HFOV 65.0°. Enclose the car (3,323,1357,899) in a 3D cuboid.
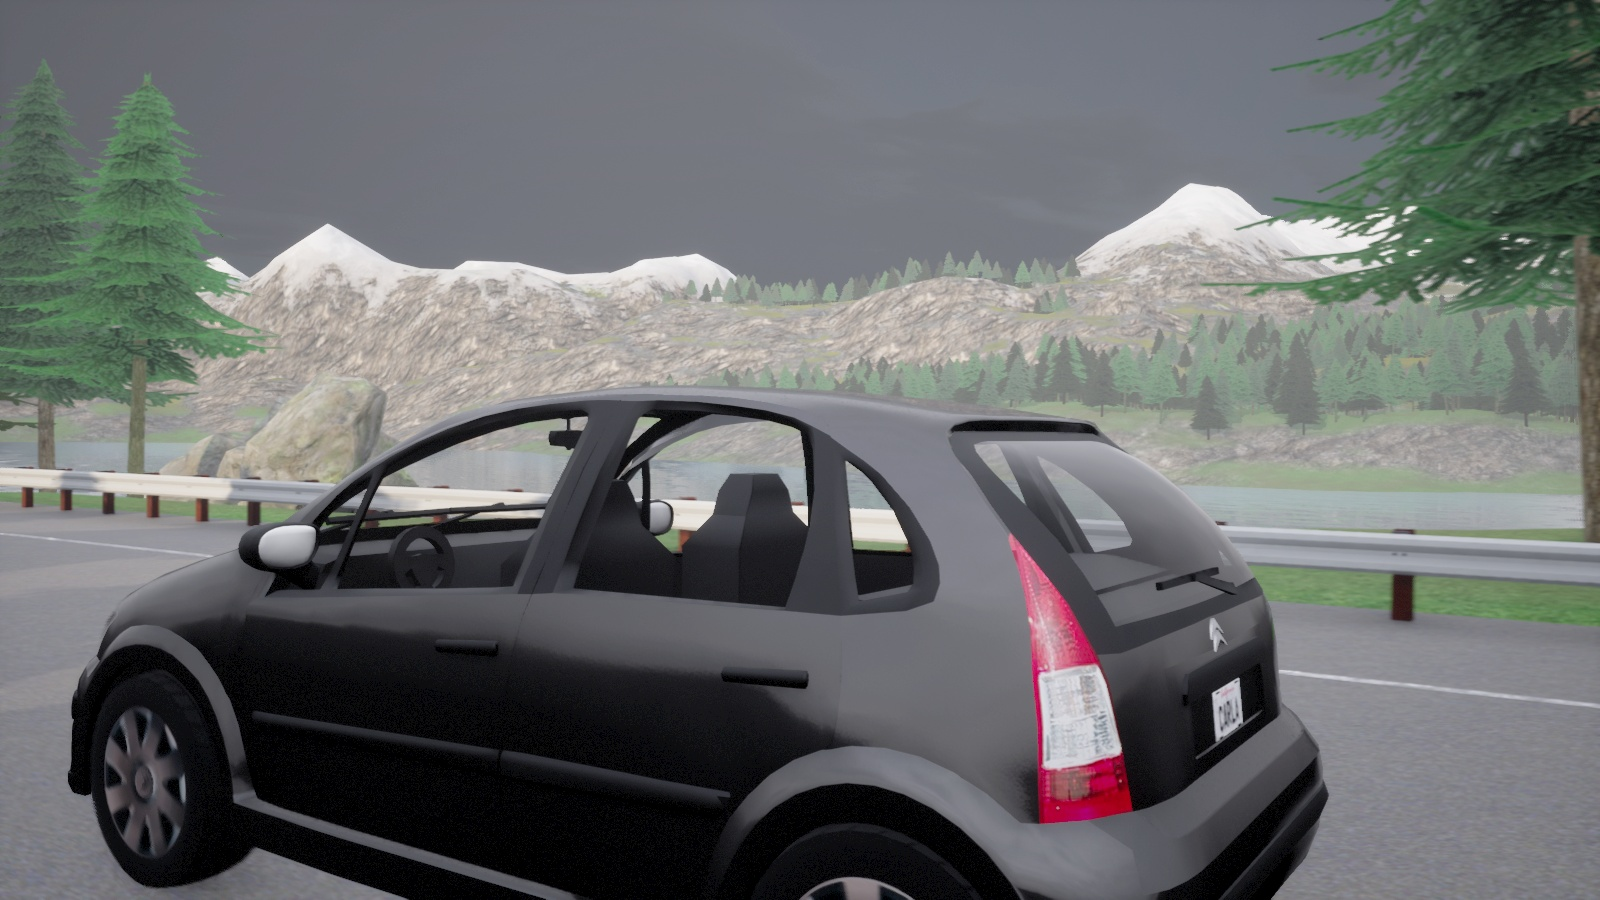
[{"bbox_3d":[-0.554,0.580,3.989,3.988,1.617,1.851,0,1,34],"label":"car"}]
